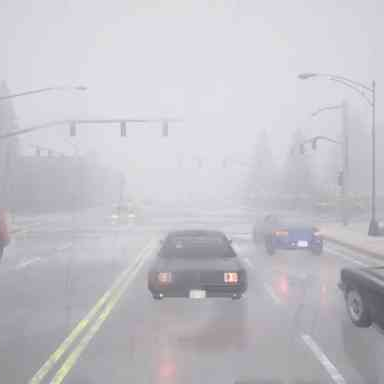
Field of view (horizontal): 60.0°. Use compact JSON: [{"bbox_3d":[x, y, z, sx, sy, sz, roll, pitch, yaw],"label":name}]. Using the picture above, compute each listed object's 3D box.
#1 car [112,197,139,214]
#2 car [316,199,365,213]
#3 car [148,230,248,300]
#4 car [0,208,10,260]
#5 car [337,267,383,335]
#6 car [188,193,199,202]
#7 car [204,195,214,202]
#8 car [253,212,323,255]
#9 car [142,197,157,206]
[{"bbox_3d":[-6.961,1.352,35.063,2.097,1.767,4.553,0,0,0],"label":"car"},{"bbox_3d":[16.069,1.478,36.137,5.008,1.535,1.882,0,0,0],"label":"car"},{"bbox_3d":[0.097,1.601,8.361,1.895,1.301,4.718,0,0,0],"label":"car"},{"bbox_3d":[-7.069,1.221,8.642,2.150,2.045,5.566,0,0,0],"label":"car"},{"bbox_3d":[3.612,1.601,4.050,1.895,1.301,4.718,0,0,0],"label":"car"},{"bbox_3d":[0.306,1.225,74.932,2.150,2.045,5.566,0,0,0],"label":"car"},{"bbox_3d":[3.810,1.355,75.038,2.097,1.767,4.553,0,0,0],"label":"car"},{"bbox_3d":[3.633,1.526,13.153,1.812,1.442,4.674,0,0,0],"label":"car"},{"bbox_3d":[-6.873,1.564,54.142,1.994,1.385,4.181,0,0,0],"label":"car"}]
